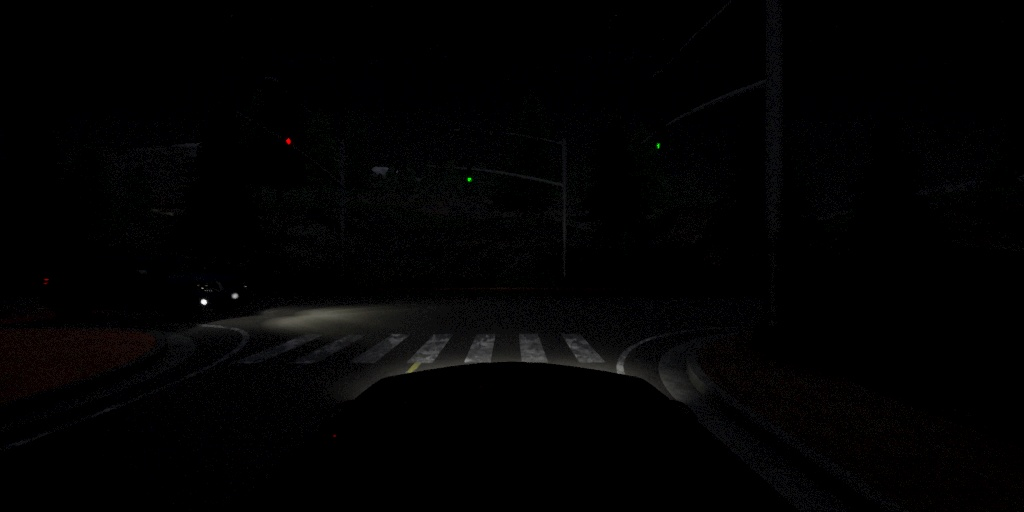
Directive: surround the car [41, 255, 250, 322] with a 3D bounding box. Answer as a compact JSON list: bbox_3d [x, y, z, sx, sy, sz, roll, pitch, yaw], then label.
[{"bbox_3d":[-12.016,0.984,11.984,5.566,2.045,2.150,0,0,0],"label":"car"}]
